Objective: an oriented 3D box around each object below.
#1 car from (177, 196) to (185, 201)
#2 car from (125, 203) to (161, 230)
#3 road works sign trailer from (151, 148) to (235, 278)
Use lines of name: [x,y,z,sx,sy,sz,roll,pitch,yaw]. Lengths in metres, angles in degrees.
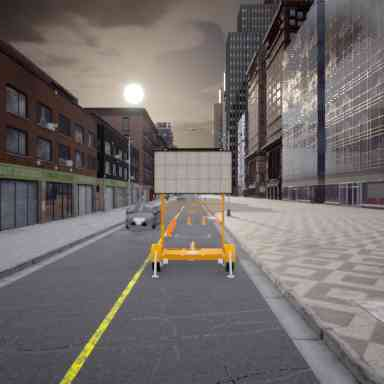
car: [-2.737,1.676,84.566,1.994,1.385,4.181,0,0,0]
car: [-3.034,1.507,21.455,2.128,1.511,4.902,0,0,0]
road works sign trailer: [0.031,0.468,10.171,2.380,3.560,2.880,0,0,0]
